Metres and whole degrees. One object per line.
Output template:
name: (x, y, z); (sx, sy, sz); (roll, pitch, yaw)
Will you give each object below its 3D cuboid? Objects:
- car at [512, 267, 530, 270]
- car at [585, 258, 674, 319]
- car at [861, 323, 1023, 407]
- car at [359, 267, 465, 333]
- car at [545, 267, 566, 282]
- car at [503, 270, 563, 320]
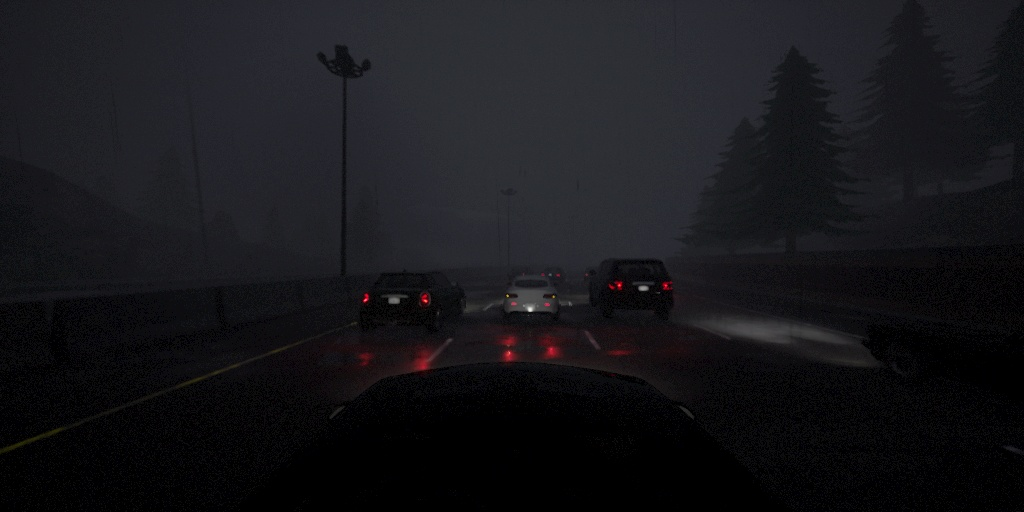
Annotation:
car: (0.991, 1.733, 35.330); (1.895, 1.301, 4.718); (0, -1, 14)
car: (4.290, 1.117, 13.681); (2.150, 2.045, 5.566); (0, -1, 5)
car: (7.197, 1.397, 4.276); (1.895, 1.301, 4.718); (0, -1, 1)
car: (-2.887, 1.204, 11.368); (2.097, 1.767, 4.553); (0, -1, 4)
car: (3.699, 1.646, 31.732); (2.033, 1.411, 5.357); (0, -1, 13)
car: (0.745, 1.408, 13.241); (1.812, 1.442, 4.674); (0, -1, 5)
